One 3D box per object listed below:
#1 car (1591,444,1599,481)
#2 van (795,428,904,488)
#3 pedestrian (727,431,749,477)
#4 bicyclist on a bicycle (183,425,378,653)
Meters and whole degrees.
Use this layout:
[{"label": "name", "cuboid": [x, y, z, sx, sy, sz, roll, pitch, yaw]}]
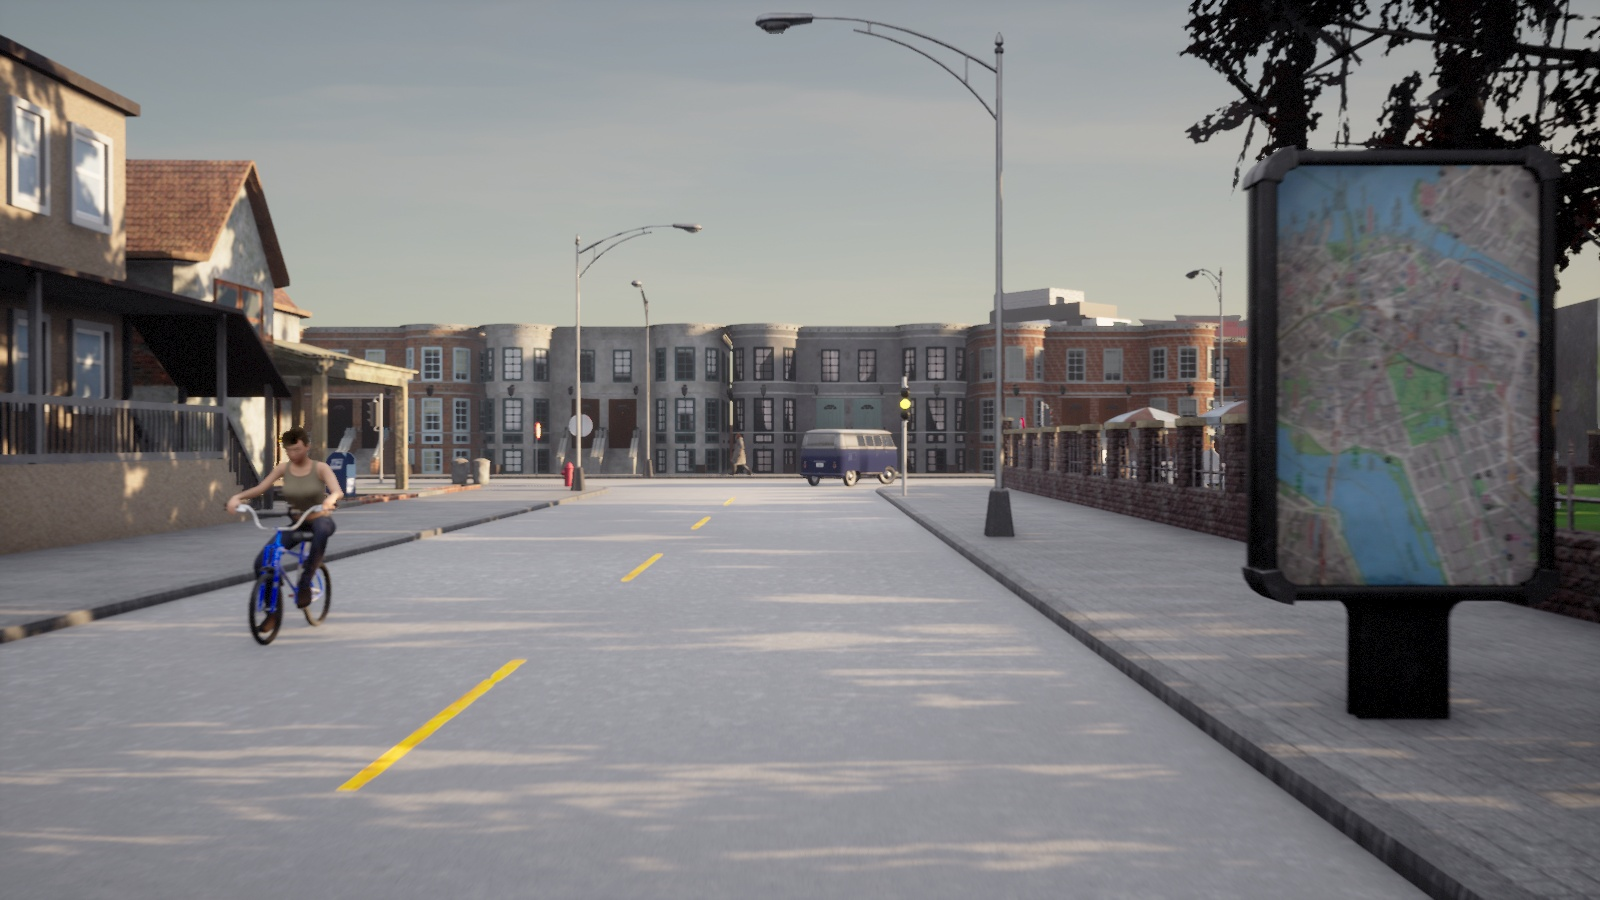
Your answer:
[{"label": "car", "cuboid": [33.934, 0.508, 49.639, 4.193, 1.474, 1.816, 0, 0, 1]}, {"label": "van", "cuboid": [1.811, 0.249, 44.222, 1.775, 1.987, 4.442, 1, 0, 34]}, {"label": "pedestrian", "cuboid": [-2.639, 0.153, 53.425, 0.873, 1.952, 0.659, 0, 0, 5]}, {"label": "bicyclist on a bicycle", "cuboid": [-3.930, 0.625, 9.647, 0.866, 1.612, 1.509, 0, 0, 0]}]
